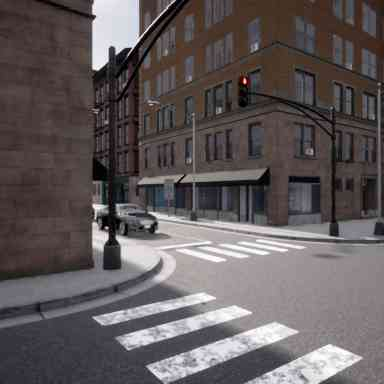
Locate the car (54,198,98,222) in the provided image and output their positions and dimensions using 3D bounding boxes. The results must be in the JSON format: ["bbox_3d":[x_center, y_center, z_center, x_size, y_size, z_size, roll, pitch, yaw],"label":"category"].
[{"bbox_3d":[-9.126,1.322,25.853,1.882,1.535,5.008,0,0,-36],"label":"car"}]

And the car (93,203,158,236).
[{"bbox_3d":[-3.639,1.394,18.144,2.128,1.511,4.902,0,0,-37],"label":"car"}]
